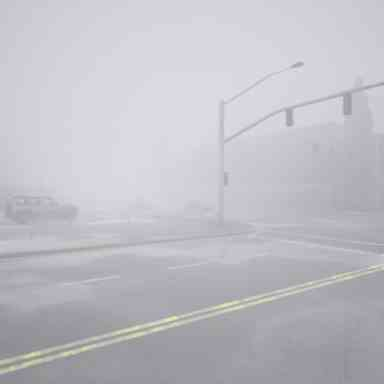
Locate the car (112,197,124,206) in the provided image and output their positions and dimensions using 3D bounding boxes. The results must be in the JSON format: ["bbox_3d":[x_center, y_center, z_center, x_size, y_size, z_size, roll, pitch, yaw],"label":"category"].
[{"bbox_3d":[-12.413,1.593,57.953,1.837,1.490,4.892,0,0,-33],"label":"car"}]

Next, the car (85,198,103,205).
[{"bbox_3d":[-17.525,1.706,59.363,1.895,1.301,4.718,0,0,-34],"label":"car"}]

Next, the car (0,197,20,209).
[{"bbox_3d":[-24.698,1.413,43.324,3.806,1.475,1.970,0,0,-35],"label":"car"}]

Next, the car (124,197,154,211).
[{"bbox_3d":[-6.719,1.577,43.077,1.837,1.490,4.892,0,0,-34],"label":"car"}]

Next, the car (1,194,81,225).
[{"bbox_3d":[-10.031,1.171,22.570,4.605,1.855,1.932,0,0,-35],"label":"car"}]

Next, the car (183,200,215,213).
[{"bbox_3d":[0.779,1.649,38.186,1.994,1.385,4.181,0,0,-34],"label":"car"}]

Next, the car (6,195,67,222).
[{"bbox_3d":[-11.660,1.174,24.964,3.866,1.878,1.905,0,0,-35],"label":"car"}]
